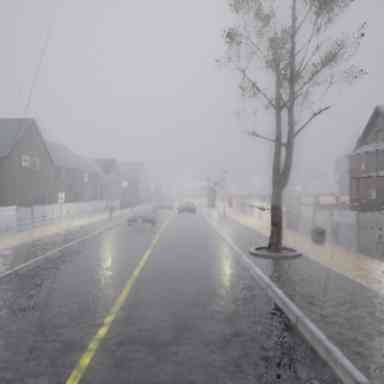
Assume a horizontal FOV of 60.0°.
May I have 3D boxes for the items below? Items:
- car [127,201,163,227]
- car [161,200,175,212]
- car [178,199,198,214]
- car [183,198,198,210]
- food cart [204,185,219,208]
[{"bbox_3d":[-3.380,1.605,23.773,1.812,1.442,4.674,0,0,-1],"label":"car"},{"bbox_3d":[-3.232,1.644,40.990,1.994,1.385,4.181,0,0,2],"label":"car"},{"bbox_3d":[-0.494,1.747,36.737,1.895,1.301,4.718,0,0,2],"label":"car"},{"bbox_3d":[-0.130,1.692,48.578,1.882,1.535,5.008,0,0,4],"label":"car"},{"bbox_3d":[3.182,0.710,53.977,2.280,3.560,4.660,1,0,4],"label":"food cart"}]
